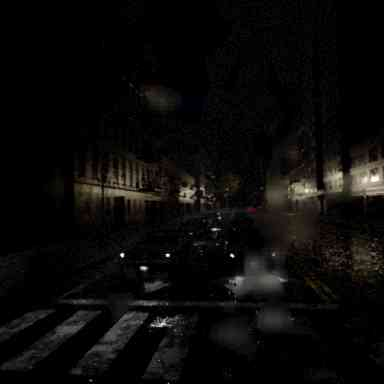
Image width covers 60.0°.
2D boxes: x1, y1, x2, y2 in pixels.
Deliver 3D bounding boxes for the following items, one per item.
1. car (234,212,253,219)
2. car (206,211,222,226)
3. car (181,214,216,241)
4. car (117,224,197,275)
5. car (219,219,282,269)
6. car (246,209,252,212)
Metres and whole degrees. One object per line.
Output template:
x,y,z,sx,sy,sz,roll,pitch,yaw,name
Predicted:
3.884,2.481,25.107,2.033,1.411,5.357,-1,-2,8,car
2.324,2.957,37.438,2.128,1.511,4.902,-1,-2,8,car
0.245,2.456,22.403,1.994,1.385,4.181,-1,-2,9,car
-1.154,2.107,12.373,1.895,1.301,4.718,-1,-2,8,car
2.201,2.021,13.128,2.033,1.411,5.357,-1,-2,5,car
6.652,3.275,44.626,1.895,1.301,4.718,-1,-2,8,car
